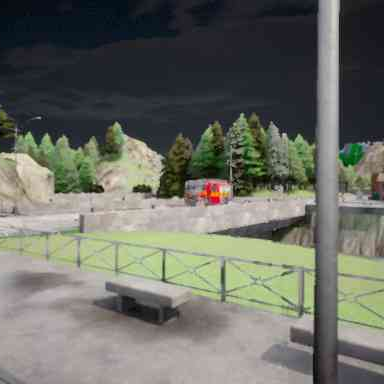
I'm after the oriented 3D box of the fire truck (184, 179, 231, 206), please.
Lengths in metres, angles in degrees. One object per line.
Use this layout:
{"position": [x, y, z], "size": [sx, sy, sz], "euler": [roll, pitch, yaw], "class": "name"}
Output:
{"position": [2.409, 0.097, 47.720], "size": [2.891, 3.827, 8.468], "euler": [1, 0, 36], "class": "fire truck"}
